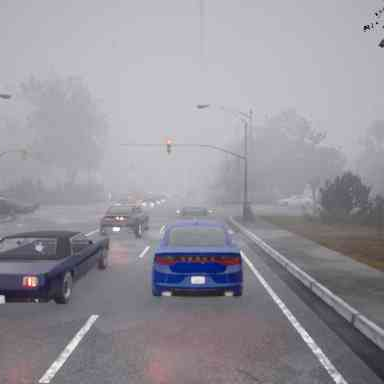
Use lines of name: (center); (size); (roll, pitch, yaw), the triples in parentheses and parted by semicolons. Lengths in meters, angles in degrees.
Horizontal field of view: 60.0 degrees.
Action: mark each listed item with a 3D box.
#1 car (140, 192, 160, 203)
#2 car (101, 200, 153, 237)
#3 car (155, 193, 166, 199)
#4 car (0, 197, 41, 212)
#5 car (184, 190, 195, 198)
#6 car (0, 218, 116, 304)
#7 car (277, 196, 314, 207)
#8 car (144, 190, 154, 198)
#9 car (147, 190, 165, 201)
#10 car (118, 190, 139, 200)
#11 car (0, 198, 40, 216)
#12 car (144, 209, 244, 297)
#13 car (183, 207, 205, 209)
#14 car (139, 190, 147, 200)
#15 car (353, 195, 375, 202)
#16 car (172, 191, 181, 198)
car: (-7.016, 1.112, 55.487); (1.994, 1.385, 4.181); (0, 1, 0)
car: (-3.376, 1.397, 17.272); (1.837, 1.490, 4.892); (0, 0, 0)
car: (-6.997, 0.937, 74.320); (1.895, 1.301, 4.718); (0, 1, -1)
car: (-18.562, 1.290, 34.007); (5.357, 1.411, 2.033); (0, 1, -6)
car: (-0.355, 0.396, 85.440); (2.150, 2.045, 5.566); (0, 1, -4)
car: (-3.388, 1.571, 8.020); (1.895, 1.301, 4.718); (0, 0, 0)
car: (13.283, 1.188, 42.801); (4.674, 1.442, 1.812); (0, 1, -3)
car: (-10.806, 0.422, 84.255); (2.150, 2.045, 5.566); (0, 1, -3)
car: (-6.976, 0.939, 64.295); (1.882, 1.535, 5.008); (0, 1, 0)
car: (-10.545, 0.915, 53.876); (2.097, 1.767, 4.553); (0, 1, 1)
car: (-16.496, 1.289, 29.492); (4.892, 1.490, 1.837); (0, -1, 12)
car: (0.112, 1.443, 8.567); (1.882, 1.535, 5.008); (0, 0, 0)
car: (0.123, 1.454, 17.549); (1.994, 1.385, 4.181); (0, 0, 0)
car: (-10.474, 0.692, 63.460); (2.150, 2.045, 5.566); (0, 1, 0)
car: (22.471, 1.163, 43.309); (4.892, 1.490, 1.837); (0, 1, -3)
car: (-3.851, 0.714, 85.305); (2.033, 1.411, 5.357); (0, 1, -4)
